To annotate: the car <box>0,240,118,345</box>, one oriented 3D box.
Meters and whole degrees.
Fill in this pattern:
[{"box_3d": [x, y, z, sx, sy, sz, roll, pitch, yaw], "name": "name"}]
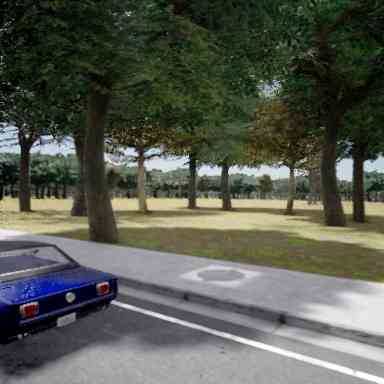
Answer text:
[{"box_3d": [-3.633, 1.568, 6.153, 4.718, 1.301, 1.895, 0, 0, 35], "name": "car"}]
